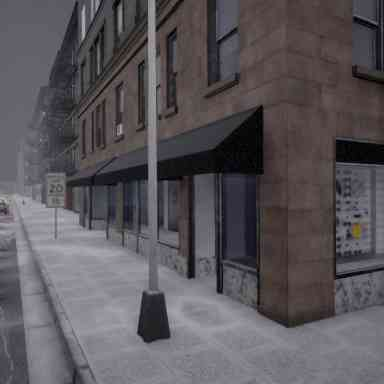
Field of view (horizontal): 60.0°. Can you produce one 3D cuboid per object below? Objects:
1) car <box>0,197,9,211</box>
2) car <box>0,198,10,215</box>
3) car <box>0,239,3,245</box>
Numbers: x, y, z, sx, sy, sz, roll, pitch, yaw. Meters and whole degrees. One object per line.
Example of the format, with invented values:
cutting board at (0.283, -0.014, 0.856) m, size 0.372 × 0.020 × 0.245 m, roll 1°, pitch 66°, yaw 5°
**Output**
car at (-24.409, 1.468, 42.406) m, size 1.882 × 1.535 × 5.008 m, roll 0°, pitch 0°, yaw -28°
car at (-19.388, 1.488, 33.266) m, size 2.128 × 1.511 × 4.902 m, roll 0°, pitch 0°, yaw -28°
car at (-5.137, 1.507, 6.961) m, size 1.837 × 1.490 × 4.892 m, roll 0°, pitch 0°, yaw -29°
